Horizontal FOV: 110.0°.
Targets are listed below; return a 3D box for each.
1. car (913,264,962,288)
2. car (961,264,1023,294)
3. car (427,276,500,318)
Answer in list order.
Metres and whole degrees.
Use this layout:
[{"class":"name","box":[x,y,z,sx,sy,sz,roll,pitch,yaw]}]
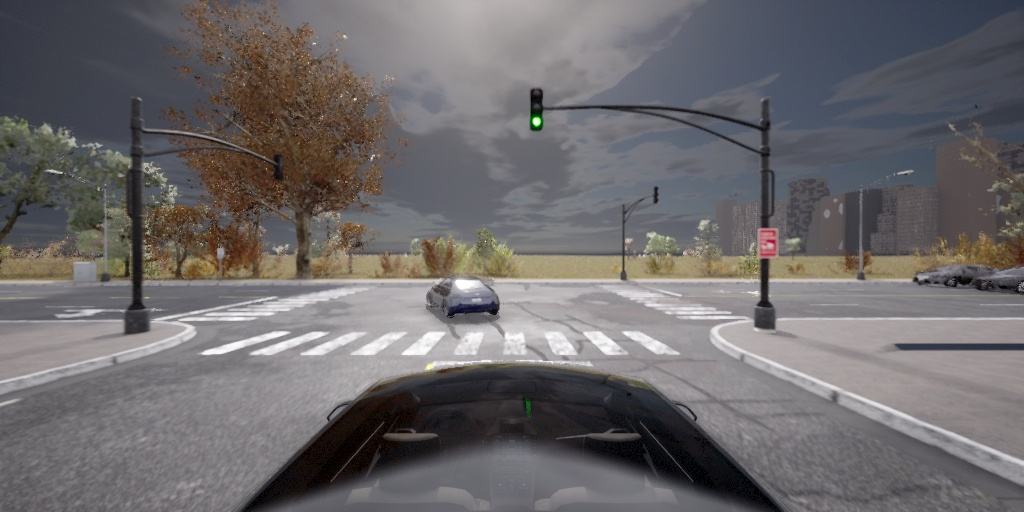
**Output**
[{"class":"car","box":[29.550,1.303,23.681,4.902,1.511,2.128,0,0,1]},{"class":"car","box":[29.376,1.335,20.433,4.892,1.490,1.837,0,0,1]},{"class":"car","box":[-2.045,1.482,14.250,1.994,1.385,4.181,0,0,-24]}]
